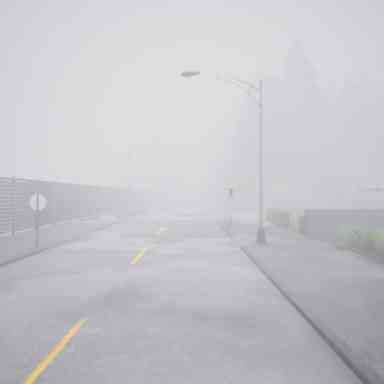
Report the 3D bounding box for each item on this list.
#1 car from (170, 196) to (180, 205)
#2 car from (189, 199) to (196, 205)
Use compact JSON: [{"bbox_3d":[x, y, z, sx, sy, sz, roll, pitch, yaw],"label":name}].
[{"bbox_3d":[-3.932,2.072,78.122,2.150,2.045,5.566,0,-1,0],"label":"car"},{"bbox_3d":[0.074,2.440,84.614,1.812,1.442,4.674,0,-1,0],"label":"car"}]
